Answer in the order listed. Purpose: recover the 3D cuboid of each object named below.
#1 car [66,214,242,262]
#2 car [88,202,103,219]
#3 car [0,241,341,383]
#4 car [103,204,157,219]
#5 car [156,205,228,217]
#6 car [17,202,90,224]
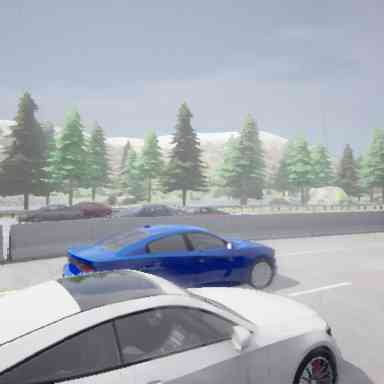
[{"bbox_3d":[-0.255,1.477,7.510,5.008,1.535,1.882,0,0,-33],"label":"car"},{"bbox_3d":[-8.761,1.525,27.012,4.674,1.442,1.812,0,0,-30],"label":"car"},{"bbox_3d":[-0.552,1.526,3.161,4.674,1.442,1.812,0,0,-34],"label":"car"},{"bbox_3d":[-2.888,1.547,22.368,5.357,1.411,2.033,0,0,-28],"label":"car"},{"bbox_3d":[0.335,1.564,20.008,4.181,1.385,1.994,0,0,-27],"label":"car"},{"bbox_3d":[-9.462,1.564,22.493,4.181,1.385,1.994,0,0,-31],"label":"car"}]
